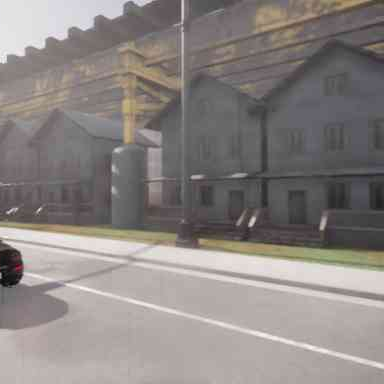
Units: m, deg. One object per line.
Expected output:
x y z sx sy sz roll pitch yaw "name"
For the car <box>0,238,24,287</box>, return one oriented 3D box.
-5.936 1.577 8.184 4.674 1.442 1.812 0 0 36 "car"
